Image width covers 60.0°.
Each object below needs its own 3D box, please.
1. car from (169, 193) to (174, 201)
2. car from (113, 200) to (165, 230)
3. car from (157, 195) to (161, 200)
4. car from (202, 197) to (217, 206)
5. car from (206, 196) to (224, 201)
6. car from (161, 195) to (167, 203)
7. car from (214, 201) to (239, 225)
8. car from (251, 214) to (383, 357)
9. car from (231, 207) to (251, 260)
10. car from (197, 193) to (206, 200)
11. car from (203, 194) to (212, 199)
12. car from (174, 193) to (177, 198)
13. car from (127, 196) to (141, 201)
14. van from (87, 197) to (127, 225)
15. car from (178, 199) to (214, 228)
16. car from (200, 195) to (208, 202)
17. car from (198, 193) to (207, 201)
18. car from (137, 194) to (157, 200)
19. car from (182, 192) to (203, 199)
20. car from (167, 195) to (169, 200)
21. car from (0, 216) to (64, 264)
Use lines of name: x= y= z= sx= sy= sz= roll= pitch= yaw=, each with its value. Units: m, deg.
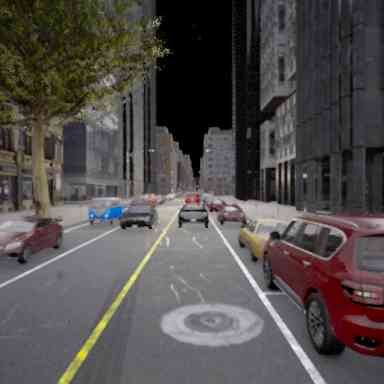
car: x=-5.900 y=1.404 z=79.100 sx=1.752 sy=1.417 sz=4.829 roll=0 pitch=0 yaw=1
car: x=-3.105 y=1.481 z=20.720 sx=2.033 sy=1.411 sz=5.357 roll=0 pitch=0 yaw=0
car: x=-5.877 y=1.204 z=45.465 sx=2.192 sy=1.841 sz=5.009 roll=0 pitch=0 yaw=0
car: x=2.645 y=1.447 z=51.095 sx=1.947 sy=1.339 sz=4.313 roll=0 pitch=0 yaw=0
car: x=2.653 y=1.454 z=34.178 sx=1.887 sy=1.381 sz=4.507 roll=0 pitch=0 yaw=0
car: x=-5.883 y=1.316 z=56.745 sx=1.967 sy=1.590 sz=4.097 roll=0 pitch=0 yaw=0
car: x=2.658 y=1.512 z=22.899 sx=1.802 sy=1.307 sz=4.206 roll=0 pitch=0 yaw=0
car: x=2.666 y=1.291 z=5.984 sx=2.192 sy=1.841 sz=5.009 roll=0 pitch=0 yaw=0
car: x=2.663 y=1.481 z=11.792 sx=1.752 sy=1.417 sz=4.829 roll=0 pitch=0 yaw=0
car: x=2.628 y=1.199 z=90.566 sx=2.192 sy=1.841 sz=5.009 roll=0 pitch=0 yaw=0
car: x=2.651 y=1.339 z=39.816 sx=1.967 sy=1.590 sz=4.097 roll=0 pitch=0 yaw=0
car: x=-5.898 y=1.409 z=90.413 sx=1.752 sy=1.417 sz=4.829 roll=0 pitch=0 yaw=0
car: x=-5.870 y=1.360 z=28.547 sx=1.967 sy=1.590 sz=4.097 roll=0 pitch=0 yaw=0
van: x=-5.868 y=1.271 z=22.907 sx=1.690 sy=1.788 sz=3.998 roll=0 pitch=0 yaw=0
car: x=0.090 y=1.424 z=21.766 sx=2.128 sy=1.511 sz=4.902 roll=0 pitch=0 yaw=0
car: x=2.636 y=1.402 z=73.858 sx=1.752 sy=1.417 sz=4.829 roll=0 pitch=0 yaw=1
car: x=2.630 y=1.198 z=84.926 sx=2.192 sy=1.841 sz=5.009 roll=0 pitch=0 yaw=0
car: x=-5.875 y=1.214 z=39.826 sx=2.192 sy=1.841 sz=5.009 roll=0 pitch=0 yaw=0
car: x=0.080 y=1.109 z=46.352 sx=2.150 sy=2.045 sz=5.566 roll=0 pitch=0 yaw=0
car: x=-5.885 y=1.313 z=62.383 sx=1.967 sy=1.590 sz=4.097 roll=0 pitch=0 yaw=0
car: x=-5.862 y=1.538 z=11.628 sx=1.802 sy=1.307 sz=4.206 roll=0 pitch=0 yaw=0
